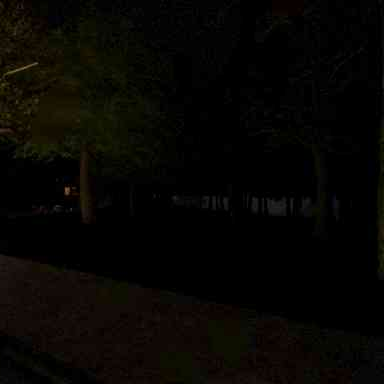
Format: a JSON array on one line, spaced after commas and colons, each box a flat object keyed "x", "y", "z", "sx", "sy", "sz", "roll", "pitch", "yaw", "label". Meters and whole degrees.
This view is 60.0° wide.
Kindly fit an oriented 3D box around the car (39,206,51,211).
[{"x": -38.355, "y": 4.273, "z": 86.988, "sx": 1.994, "sy": 1.385, "sz": 4.181, "roll": 0, "pitch": -2, "yaw": -9, "label": "car"}]

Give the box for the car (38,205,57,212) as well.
[{"x": -33.436, "y": 3.884, "z": 77.240, "sx": 1.837, "sy": 1.490, "sz": 4.892, "roll": 0, "pitch": -2, "yaw": -9, "label": "car"}]

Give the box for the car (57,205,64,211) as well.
[{"x": -35.149, "y": 4.236, "z": 87.523, "sx": 2.128, "sy": 1.511, "sz": 4.902, "roll": 0, "pitch": -2, "yaw": -9, "label": "car"}]

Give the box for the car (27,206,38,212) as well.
[{"x": -36.705, "y": 3.910, "z": 77.083, "sx": 1.837, "sy": 1.490, "sz": 4.892, "roll": 0, "pitch": -2, "yaw": -9, "label": "car"}]
